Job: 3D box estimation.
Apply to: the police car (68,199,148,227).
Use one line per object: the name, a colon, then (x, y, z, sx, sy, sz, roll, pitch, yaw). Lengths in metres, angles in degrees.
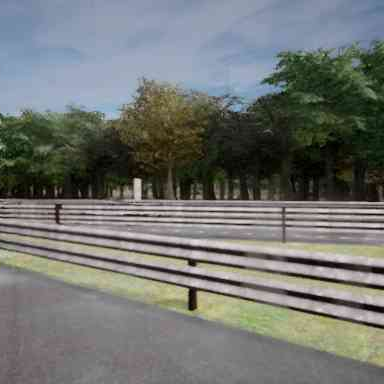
police car: (-5.239, 1.231, 20.278, 4.974, 1.542, 2.038, 0, 0, 21)
